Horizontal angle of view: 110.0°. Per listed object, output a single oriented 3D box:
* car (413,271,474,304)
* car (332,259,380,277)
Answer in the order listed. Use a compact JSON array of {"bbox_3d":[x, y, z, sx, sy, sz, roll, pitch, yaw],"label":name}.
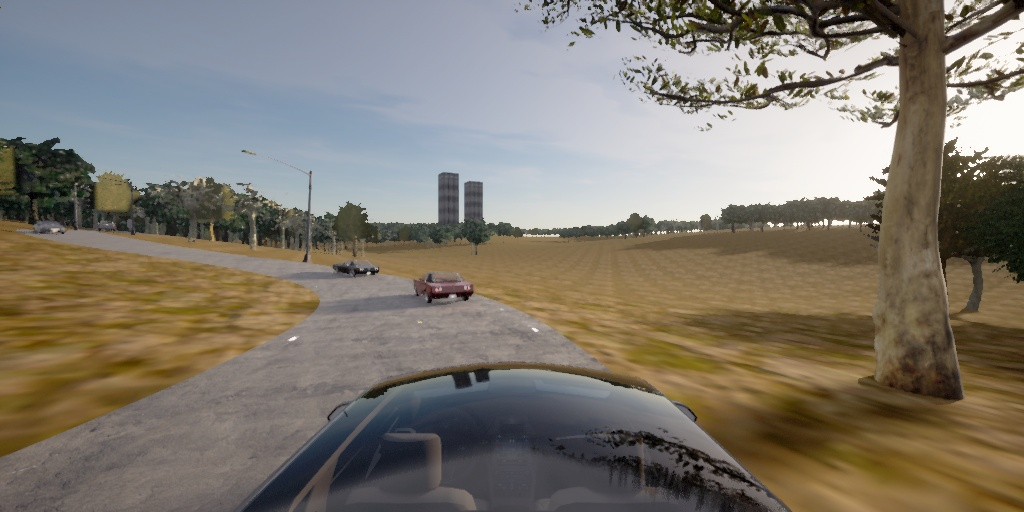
[{"bbox_3d":[-3.362,1.360,16.738,1.895,1.301,4.718,-1,1,-25],"label":"car"},{"bbox_3d":[-12.731,0.920,29.071,4.718,1.301,1.895,4,4,40],"label":"car"}]
